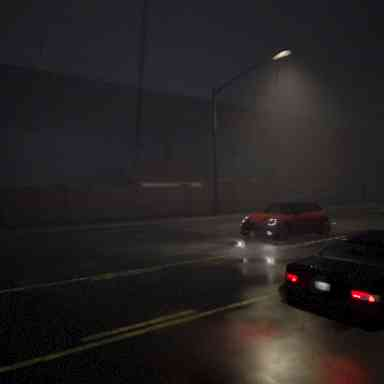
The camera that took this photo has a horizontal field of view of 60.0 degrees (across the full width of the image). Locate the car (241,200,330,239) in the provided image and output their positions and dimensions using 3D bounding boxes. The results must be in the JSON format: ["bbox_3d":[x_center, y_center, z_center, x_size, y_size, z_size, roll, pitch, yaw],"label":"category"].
[{"bbox_3d":[4.451,1.234,15.727,4.553,1.767,2.097,-1,1,-35],"label":"car"}]

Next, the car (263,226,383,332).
[{"bbox_3d":[4.079,1.496,6.658,5.357,1.411,2.033,-1,0,-36],"label":"car"}]
